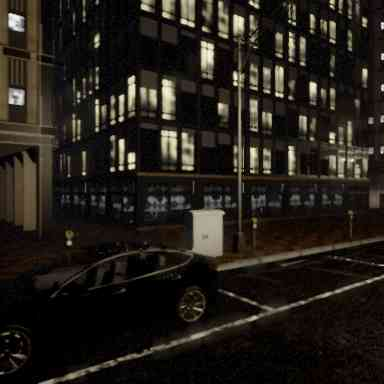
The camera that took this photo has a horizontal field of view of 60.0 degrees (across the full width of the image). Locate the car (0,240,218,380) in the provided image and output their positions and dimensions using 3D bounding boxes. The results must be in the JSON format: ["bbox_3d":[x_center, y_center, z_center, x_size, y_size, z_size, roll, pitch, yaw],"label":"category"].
[{"bbox_3d":[-1.501,1.556,5.486,4.313,1.339,1.947,0,0,-35],"label":"car"}]
